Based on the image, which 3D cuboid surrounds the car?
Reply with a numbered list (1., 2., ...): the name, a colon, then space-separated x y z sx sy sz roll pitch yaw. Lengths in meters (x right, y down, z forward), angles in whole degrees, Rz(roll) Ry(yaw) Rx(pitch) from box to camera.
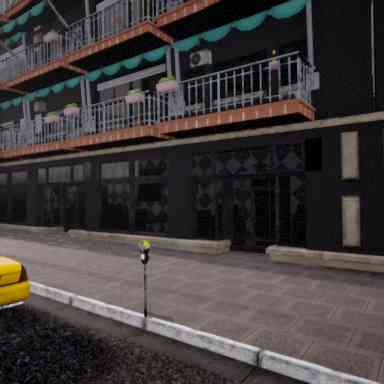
1. car: -5.422 1.458 6.803 5.366 1.575 1.801 0 0 35
